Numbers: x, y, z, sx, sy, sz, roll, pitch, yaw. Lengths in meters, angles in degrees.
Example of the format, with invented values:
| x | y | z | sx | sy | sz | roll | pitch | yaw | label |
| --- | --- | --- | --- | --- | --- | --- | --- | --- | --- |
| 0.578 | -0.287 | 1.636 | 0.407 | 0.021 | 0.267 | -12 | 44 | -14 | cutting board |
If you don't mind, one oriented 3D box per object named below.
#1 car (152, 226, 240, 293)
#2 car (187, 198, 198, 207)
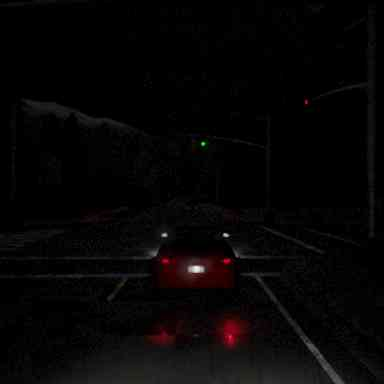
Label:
| x | y | z | sx | sy | sz | roll | pitch | yaw | label |
| --- | --- | --- | --- | --- | --- | --- | --- | --- | --- |
| 0.091 | 1.600 | 8.960 | 1.994 | 1.385 | 4.181 | 0 | 0 | 0 | car |
| 0.086 | 1.765 | 57.900 | 1.812 | 1.442 | 4.674 | 0 | 0 | 0 | car |
